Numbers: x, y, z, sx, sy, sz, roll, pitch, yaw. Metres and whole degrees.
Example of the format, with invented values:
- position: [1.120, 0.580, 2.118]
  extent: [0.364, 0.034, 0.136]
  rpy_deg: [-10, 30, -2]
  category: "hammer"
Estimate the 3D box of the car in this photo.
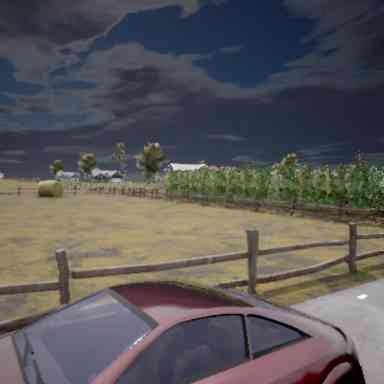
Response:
- position: [-0.442, 1.556, 2.774]
  extent: [4.181, 1.385, 1.994]
  rpy_deg: [0, 0, -33]
  category: "car"
